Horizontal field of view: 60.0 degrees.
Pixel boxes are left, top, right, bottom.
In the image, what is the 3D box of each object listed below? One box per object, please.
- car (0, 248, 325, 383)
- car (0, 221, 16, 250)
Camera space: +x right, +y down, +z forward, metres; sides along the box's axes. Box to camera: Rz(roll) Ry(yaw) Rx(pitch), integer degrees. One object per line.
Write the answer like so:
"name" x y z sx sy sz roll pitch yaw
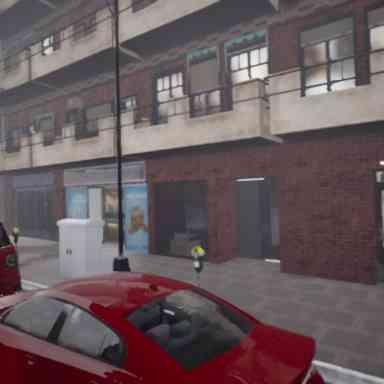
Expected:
"car" -0.984 1.571 3.594 4.507 1.381 1.887 -1 -1 36
"car" -5.494 1.393 6.816 5.009 1.841 2.192 -1 -1 36
